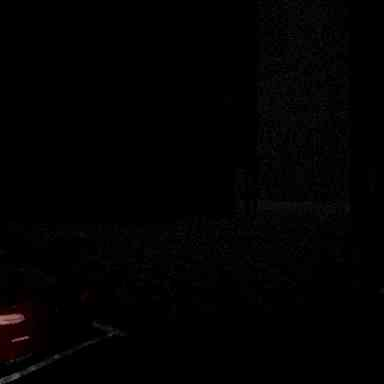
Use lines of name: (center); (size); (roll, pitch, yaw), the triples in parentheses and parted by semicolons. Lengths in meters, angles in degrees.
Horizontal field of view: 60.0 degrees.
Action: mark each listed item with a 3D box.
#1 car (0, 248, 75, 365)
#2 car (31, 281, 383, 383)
car: (-3.332, 1.582, 5.342); (4.206, 1.307, 1.802); (0, 0, 36)
car: (1.076, 1.544, 2.199); (4.507, 1.381, 1.887); (0, 0, 36)
